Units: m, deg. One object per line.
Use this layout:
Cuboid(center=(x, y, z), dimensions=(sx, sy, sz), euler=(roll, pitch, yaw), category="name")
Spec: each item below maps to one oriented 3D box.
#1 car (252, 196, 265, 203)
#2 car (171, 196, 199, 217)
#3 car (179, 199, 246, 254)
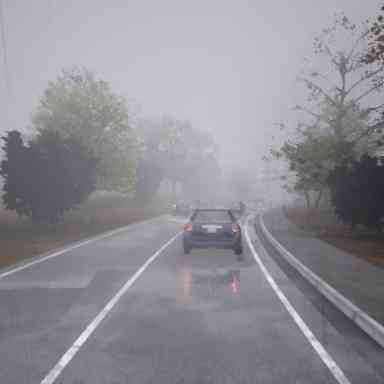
Cuboid(center=(13.551, 1.502, 67.503), dimensions=(1.837, 1.490, 4.892), euler=(2, 1, 24), category="car")
Cuboid(center=(-0.288, 1.263, 29.439), dimensions=(2.097, 1.767, 4.553), euler=(1, 0, 13), category="car")
Cuboid(center=(0.896, 1.335, 13.611), dimensions=(2.097, 1.767, 4.553), euler=(1, 0, 5), category="car")
